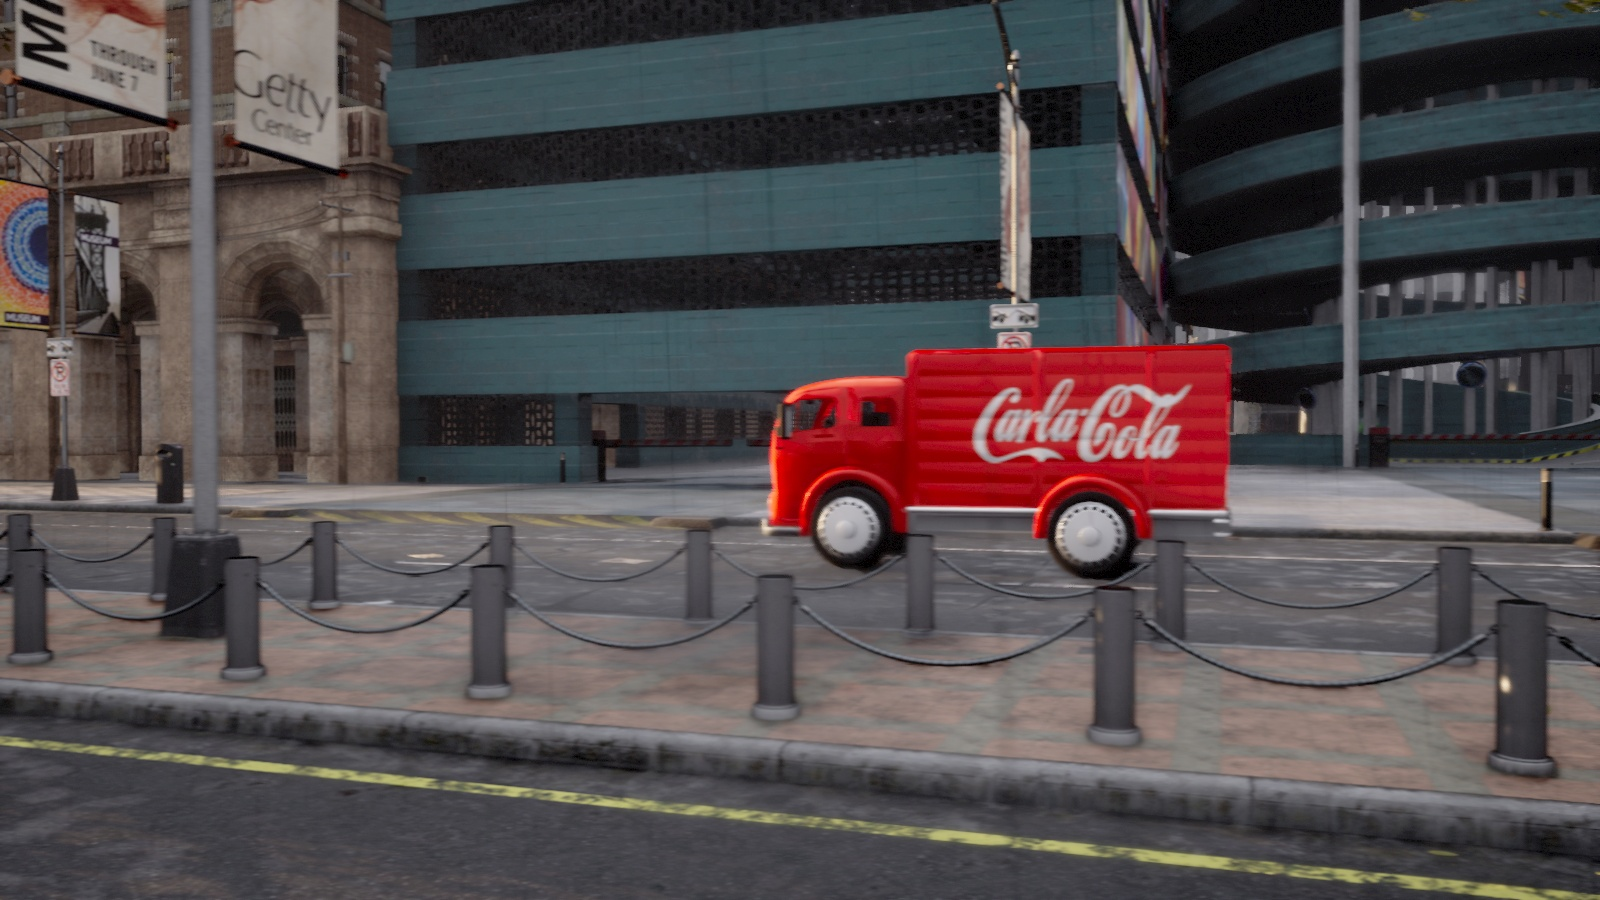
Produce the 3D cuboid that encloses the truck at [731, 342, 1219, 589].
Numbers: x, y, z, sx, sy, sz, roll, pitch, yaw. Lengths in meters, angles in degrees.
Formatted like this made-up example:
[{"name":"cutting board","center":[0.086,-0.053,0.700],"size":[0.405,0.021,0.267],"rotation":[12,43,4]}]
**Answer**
[{"name":"truck","center":[2.111,0.116,14.607],"size":[5.204,2.467,2.627],"rotation":[0,1,19]}]
